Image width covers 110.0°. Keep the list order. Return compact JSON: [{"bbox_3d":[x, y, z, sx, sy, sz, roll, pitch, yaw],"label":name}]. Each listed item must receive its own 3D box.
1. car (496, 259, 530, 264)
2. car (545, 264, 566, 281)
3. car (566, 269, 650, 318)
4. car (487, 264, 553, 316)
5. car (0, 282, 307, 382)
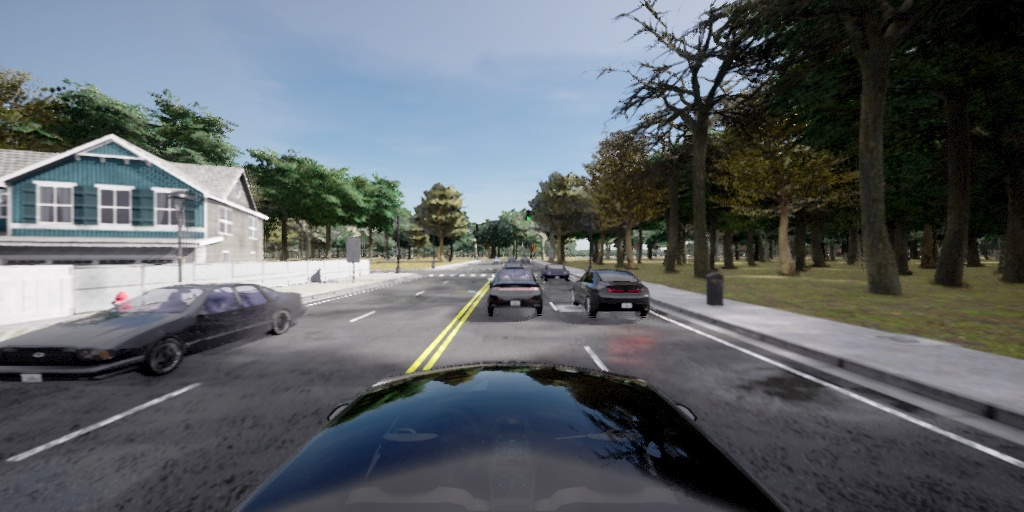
[{"bbox_3d":[0.100,1.192,28.198,2.128,1.511,4.902,0,0,0],"label":"car"},{"bbox_3d":[3.347,1.300,28.620,1.895,1.301,4.718,0,0,0],"label":"car"},{"bbox_3d":[3.351,1.232,12.899,1.837,1.490,4.892,0,-1,0],"label":"car"},{"bbox_3d":[0.099,1.220,13.261,2.128,1.511,4.902,0,0,0],"label":"car"},{"bbox_3d":[-6.602,1.287,7.587,2.033,1.411,5.357,0,0,0],"label":"car"}]
